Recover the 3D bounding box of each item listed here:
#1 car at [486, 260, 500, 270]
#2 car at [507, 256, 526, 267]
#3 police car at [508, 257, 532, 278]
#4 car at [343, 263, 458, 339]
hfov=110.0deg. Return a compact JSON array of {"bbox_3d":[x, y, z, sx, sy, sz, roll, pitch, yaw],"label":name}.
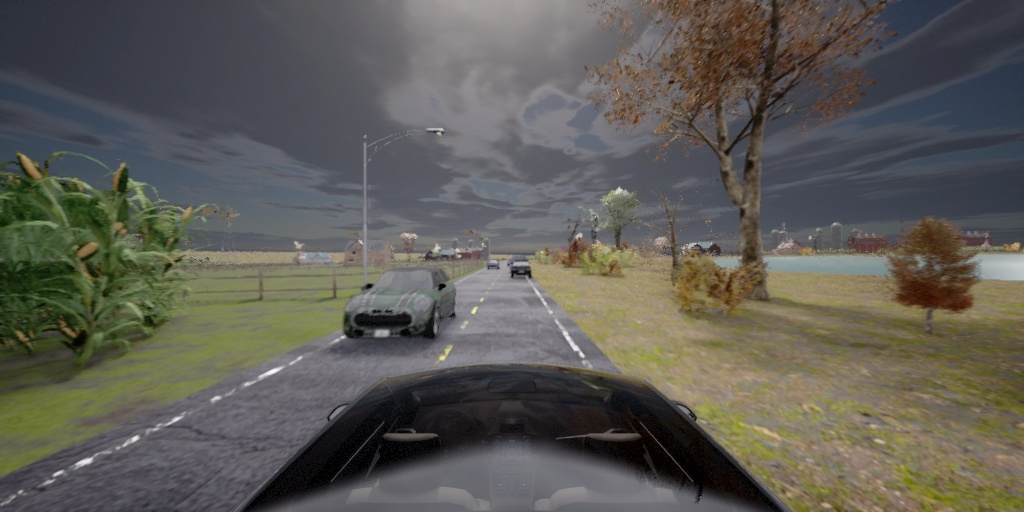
[{"bbox_3d":[-2.788,1.310,53.822,2.033,1.411,5.357,0,0,1],"label":"car"},{"bbox_3d":[0.839,0.977,43.924,2.150,2.045,5.566,0,0,0],"label":"car"},{"bbox_3d":[0.835,1.171,34.004,1.930,1.638,5.238,0,0,0],"label":"police car"},{"bbox_3d":[-2.847,1.097,10.085,2.097,1.767,4.553,0,0,0],"label":"car"}]
